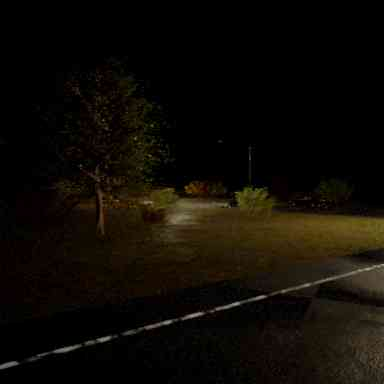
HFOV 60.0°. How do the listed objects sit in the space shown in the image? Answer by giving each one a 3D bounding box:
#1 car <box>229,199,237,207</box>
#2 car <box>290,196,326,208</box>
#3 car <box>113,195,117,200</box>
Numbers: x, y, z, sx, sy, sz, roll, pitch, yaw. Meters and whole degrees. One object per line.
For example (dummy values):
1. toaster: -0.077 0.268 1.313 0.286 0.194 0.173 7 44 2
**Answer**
1. car: 7.284 1.387 44.538 2.033 1.411 5.357 0 0 -37
2. car: 15.622 1.334 45.129 2.128 1.511 4.902 0 0 -37
3. car: -16.827 1.091 78.360 1.882 1.535 5.008 0 0 -31
